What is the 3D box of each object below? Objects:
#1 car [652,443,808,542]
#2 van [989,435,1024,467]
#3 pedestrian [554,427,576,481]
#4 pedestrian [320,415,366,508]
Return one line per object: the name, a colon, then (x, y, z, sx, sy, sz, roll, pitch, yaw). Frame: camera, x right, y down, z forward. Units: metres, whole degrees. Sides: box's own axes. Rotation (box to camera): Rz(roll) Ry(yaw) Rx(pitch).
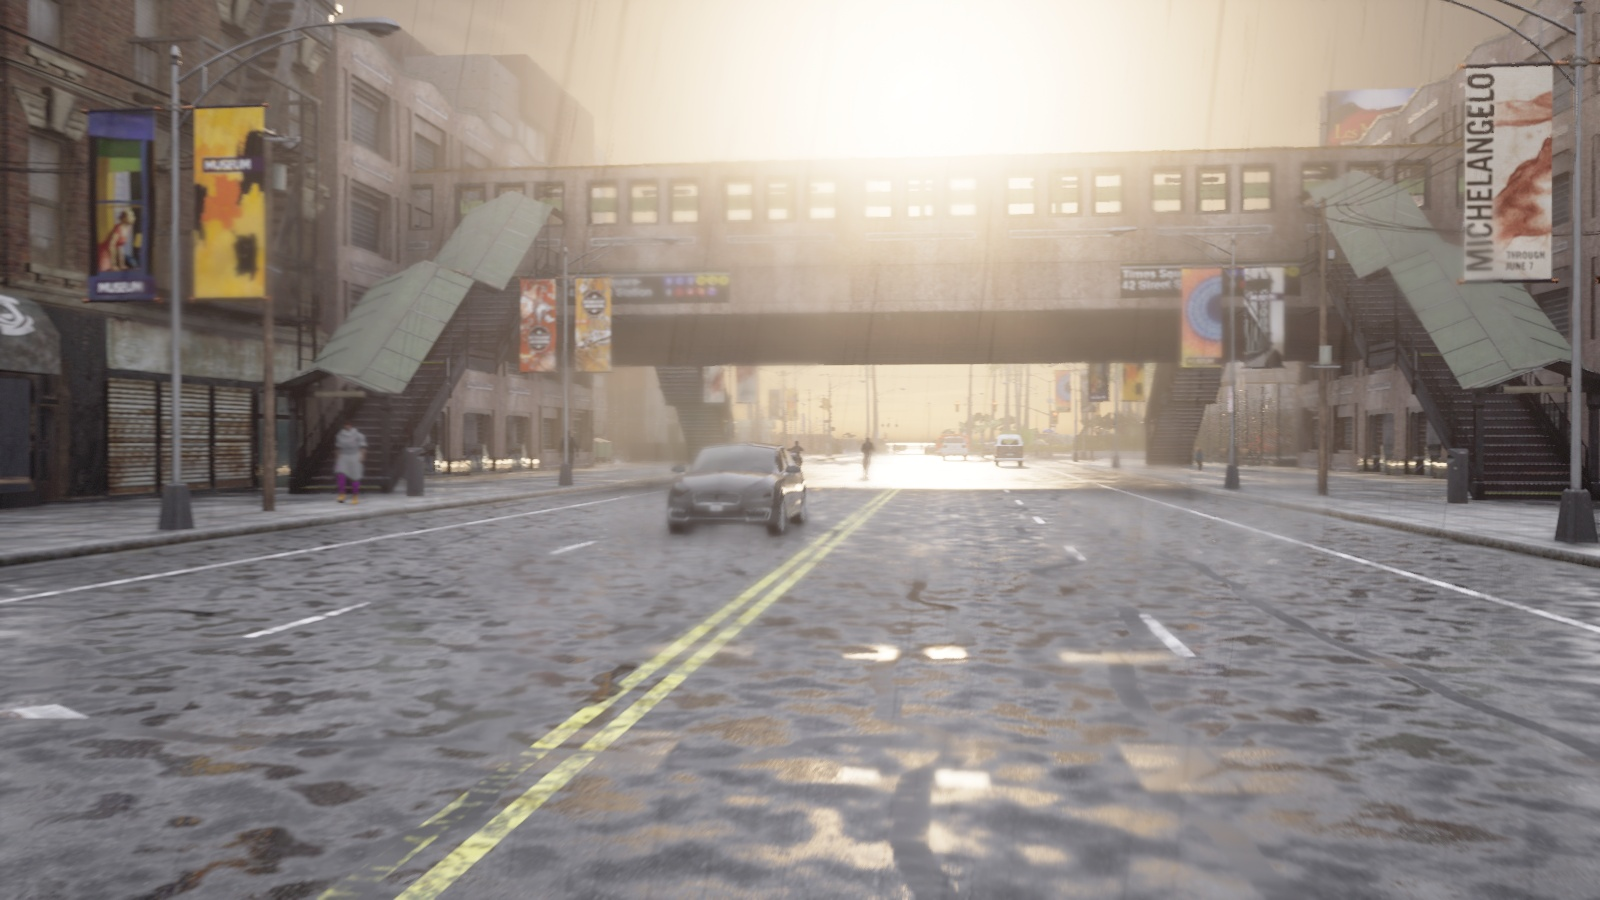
car: (-1.055, 0.627, 21.534, 1.837, 1.490, 4.892, 0, 0, 7)
van: (13.402, 0.033, 81.814, 2.069, 2.038, 4.480, 0, 0, 7)
pedestrian: (-8.331, 0.135, 44.523, 0.563, 1.883, 0.849, 0, 0, 3)
pedestrian: (-9.766, 0.232, 26.872, 0.659, 1.952, 0.873, 0, 0, 1)
